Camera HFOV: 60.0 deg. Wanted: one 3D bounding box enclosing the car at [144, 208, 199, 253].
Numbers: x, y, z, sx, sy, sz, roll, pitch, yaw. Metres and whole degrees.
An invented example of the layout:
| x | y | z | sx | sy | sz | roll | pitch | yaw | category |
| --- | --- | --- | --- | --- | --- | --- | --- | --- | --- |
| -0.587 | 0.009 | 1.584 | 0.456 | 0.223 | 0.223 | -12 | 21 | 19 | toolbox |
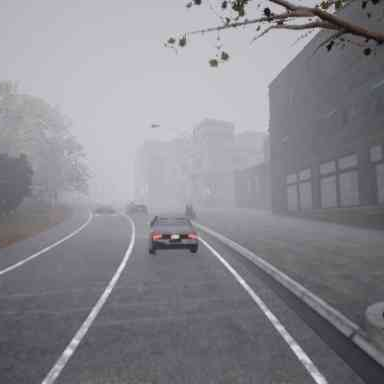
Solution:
| x | y | z | sx | sy | sz | roll | pitch | yaw | category |
| --- | --- | --- | --- | --- | --- | --- | --- | --- | --- |
| -0.883 | 1.596 | 13.907 | 2.033 | 1.411 | 5.357 | 1 | 0 | -7 | car |

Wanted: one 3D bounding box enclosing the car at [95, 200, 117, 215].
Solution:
| x | y | z | sx | sy | sz | roll | pitch | yaw | category |
| --- | --- | --- | --- | --- | --- | --- | --- | --- | --- |
| -9.304 | 1.598 | 35.703 | 1.812 | 1.442 | 4.674 | 2 | -1 | -18 | car |

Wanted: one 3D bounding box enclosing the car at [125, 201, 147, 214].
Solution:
| x | y | z | sx | sy | sz | roll | pitch | yaw | category |
| --- | --- | --- | --- | --- | --- | --- | --- | --- | --- |
| -6.204 | 1.688 | 37.207 | 1.812 | 1.442 | 4.674 | 2 | -1 | -18 | car |
